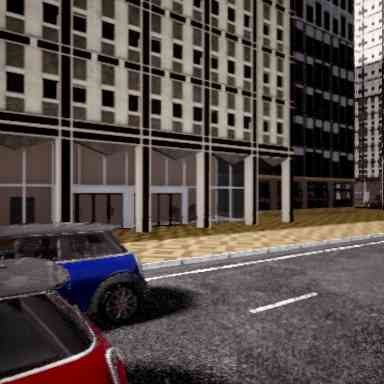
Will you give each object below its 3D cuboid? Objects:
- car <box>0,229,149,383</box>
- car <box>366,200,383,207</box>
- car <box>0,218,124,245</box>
[{"bbox_3d":[-2.646,1.338,1.799,4.553,1.767,2.097,1,0,-36],"label":"car"},{"bbox_3d":[32.439,1.958,57.359,1.887,1.381,4.507,0,0,-34],"label":"car"},{"bbox_3d":[-3.078,1.357,5.482,4.553,1.767,2.097,1,0,-36],"label":"car"}]
